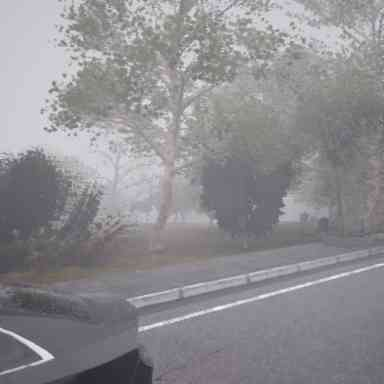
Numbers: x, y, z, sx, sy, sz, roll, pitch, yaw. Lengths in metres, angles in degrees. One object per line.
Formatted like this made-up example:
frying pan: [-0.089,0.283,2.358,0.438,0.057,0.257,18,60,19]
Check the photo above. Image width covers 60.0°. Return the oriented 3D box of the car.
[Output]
car: [-2.618,1.508,2.124,4.892,1.490,1.837,0,0,-36]
